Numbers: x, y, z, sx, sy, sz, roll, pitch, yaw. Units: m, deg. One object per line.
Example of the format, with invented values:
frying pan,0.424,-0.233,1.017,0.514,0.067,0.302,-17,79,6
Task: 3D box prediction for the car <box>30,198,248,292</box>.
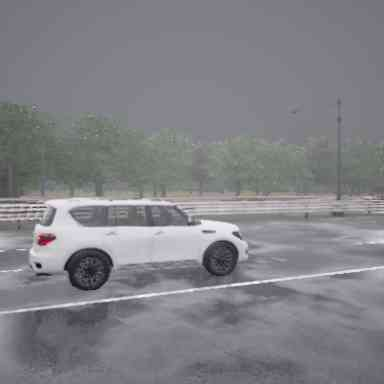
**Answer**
car,-1.246,1.186,8.907,5.566,2.045,2.150,0,0,-22
